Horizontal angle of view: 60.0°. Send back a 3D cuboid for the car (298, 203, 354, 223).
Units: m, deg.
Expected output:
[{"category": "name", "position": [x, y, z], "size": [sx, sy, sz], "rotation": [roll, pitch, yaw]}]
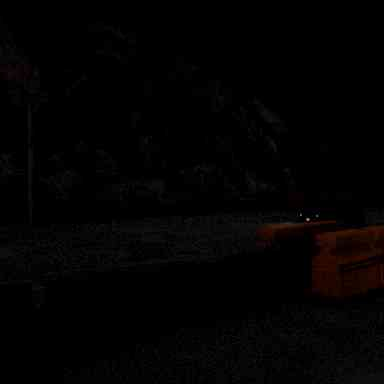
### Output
[{"category": "car", "position": [9.995, 1.476, 24.010], "size": [5.357, 1.411, 2.033], "rotation": [0, 0, -35]}]
